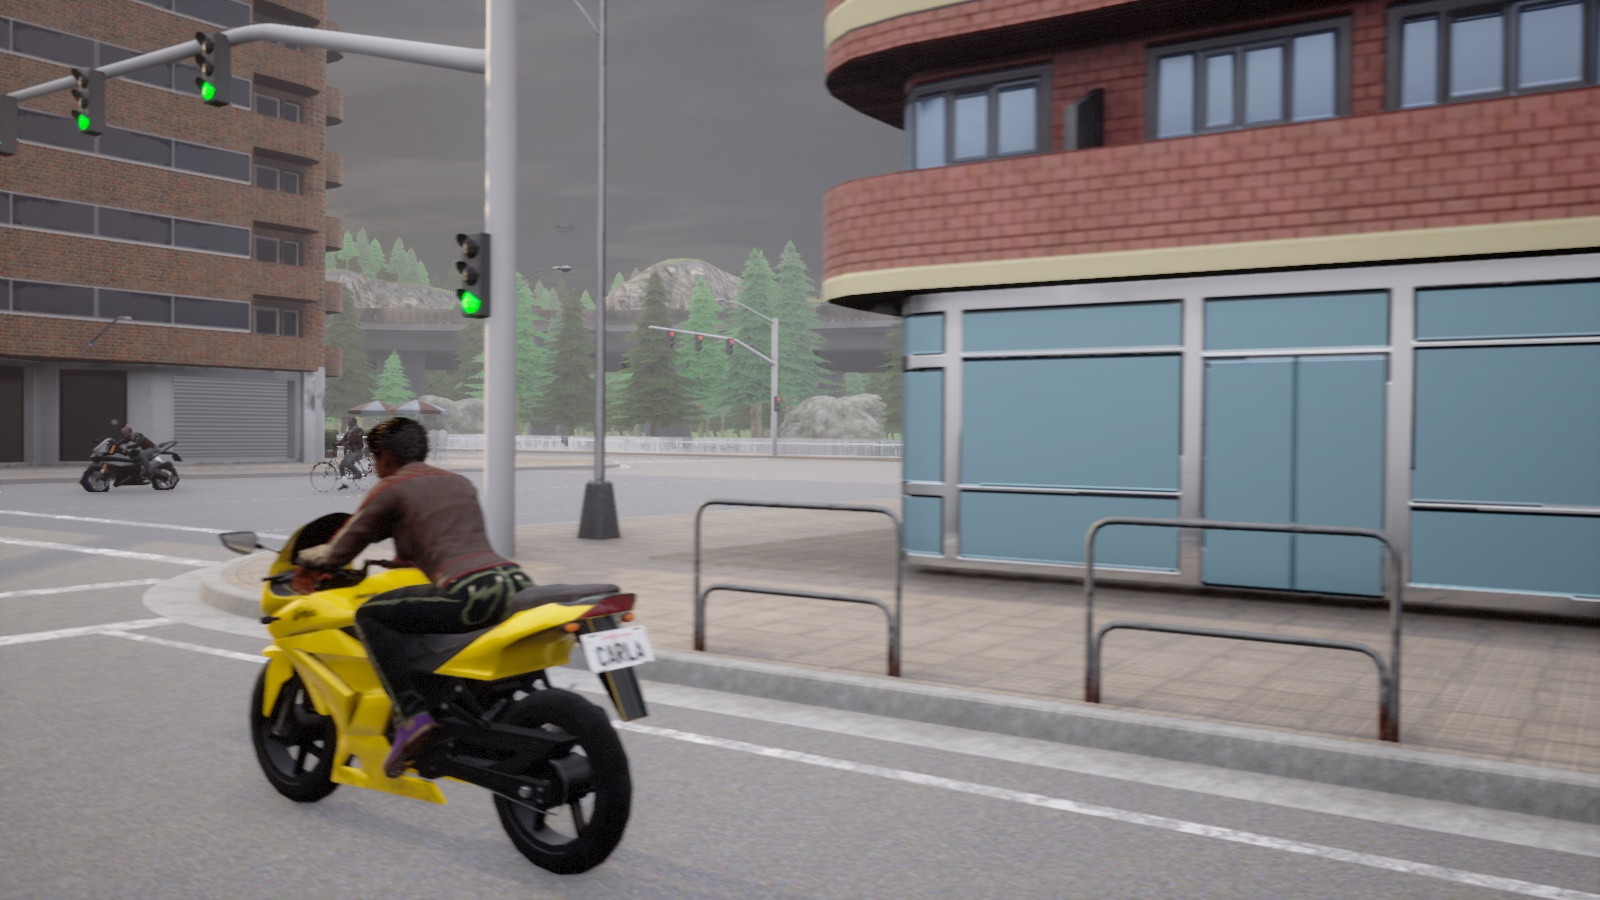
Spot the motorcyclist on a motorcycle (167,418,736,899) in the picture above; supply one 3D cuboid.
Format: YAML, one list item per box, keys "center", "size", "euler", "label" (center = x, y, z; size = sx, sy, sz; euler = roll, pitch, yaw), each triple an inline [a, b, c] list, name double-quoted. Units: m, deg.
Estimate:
- center: [-1.294, 0.664, 4.483]
  size: [2.044, 1.523, 0.797]
  euler: [0, 1, 34]
  label: "motorcyclist on a motorcycle"

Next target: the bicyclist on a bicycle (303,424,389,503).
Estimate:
- center: [-10.561, 0.298, 29.264]
  size: [0.659, 1.776, 1.843]
  euler: [0, 1, 34]
  label: "bicyclist on a bicycle"

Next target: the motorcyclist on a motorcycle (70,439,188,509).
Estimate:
- center: [-15.236, 0.514, 28.581]
  size: [0.866, 1.530, 2.191]
  euler: [0, 1, 34]
  label: "motorcyclist on a motorcycle"
